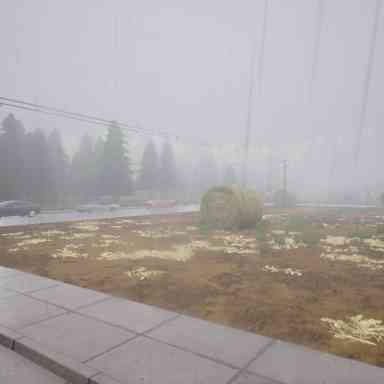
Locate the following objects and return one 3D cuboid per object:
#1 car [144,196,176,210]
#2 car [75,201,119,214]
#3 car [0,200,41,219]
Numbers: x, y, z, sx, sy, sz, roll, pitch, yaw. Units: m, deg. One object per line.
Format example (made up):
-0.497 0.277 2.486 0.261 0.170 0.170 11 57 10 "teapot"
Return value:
-4.281 1.379 44.753 2.097 1.767 4.553 0 0 37 "car"
-10.370 1.628 36.557 1.895 1.301 4.718 0 0 37 "car"
-15.847 1.531 29.164 1.837 1.490 4.892 0 0 37 "car"
